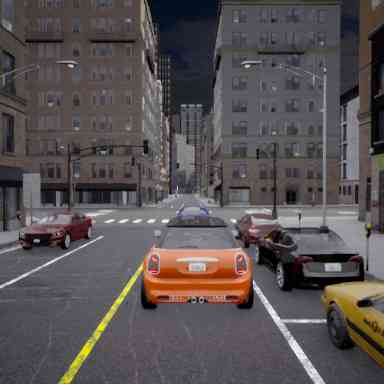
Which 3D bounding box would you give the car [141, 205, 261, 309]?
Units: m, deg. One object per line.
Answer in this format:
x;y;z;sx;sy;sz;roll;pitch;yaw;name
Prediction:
0.097;1.350;8.028;2.097;1.767;4.553;0;0;0;car

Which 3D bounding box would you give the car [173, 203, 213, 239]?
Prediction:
0.099;1.473;18.316;1.882;1.535;5.008;0;0;1;car

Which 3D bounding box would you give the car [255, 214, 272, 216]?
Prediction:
2.866;1.578;14.418;1.802;1.307;4.206;-1;0;0;car

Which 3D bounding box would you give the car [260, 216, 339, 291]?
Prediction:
2.866;1.564;8.832;1.947;1.339;4.313;-1;0;0;car

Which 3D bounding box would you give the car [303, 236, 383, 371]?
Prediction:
2.866;1.524;3.416;1.752;1.417;4.829;-1;0;0;car

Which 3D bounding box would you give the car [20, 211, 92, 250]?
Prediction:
-5.680;1.541;14.414;1.887;1.381;4.507;-1;0;0;car
